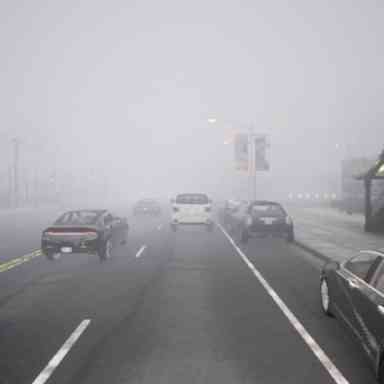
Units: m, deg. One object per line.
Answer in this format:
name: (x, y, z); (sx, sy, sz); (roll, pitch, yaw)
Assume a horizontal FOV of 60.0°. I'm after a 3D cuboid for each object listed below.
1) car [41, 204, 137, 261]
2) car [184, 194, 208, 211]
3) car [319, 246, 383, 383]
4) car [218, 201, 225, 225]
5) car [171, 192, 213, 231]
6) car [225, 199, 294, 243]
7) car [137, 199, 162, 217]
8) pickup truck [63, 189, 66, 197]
car: (-3.465, 1.346, 11.578); (2.128, 1.511, 4.902); (0, 1, 0)
car: (0.463, 1.069, 34.883); (1.837, 1.490, 4.892); (0, 1, 9)
car: (2.987, 1.425, 4.250); (2.231, 1.521, 4.892); (0, 1, 9)
car: (2.777, 1.210, 21.449); (2.097, 1.535, 5.008); (0, 1, -1)
car: (-0.007, 0.986, 18.884); (2.150, 2.045, 5.566); (0, 1, 0)
car: (2.956, 1.164, 15.023); (2.185, 1.767, 4.553); (0, 1, -1)
car: (-3.557, 1.225, 27.103); (1.994, 1.385, 4.181); (0, 1, 0)
pickup truck: (-29.094, 0.079, 81.713); (6.274, 2.098, 2.390); (0, 1, -1)
